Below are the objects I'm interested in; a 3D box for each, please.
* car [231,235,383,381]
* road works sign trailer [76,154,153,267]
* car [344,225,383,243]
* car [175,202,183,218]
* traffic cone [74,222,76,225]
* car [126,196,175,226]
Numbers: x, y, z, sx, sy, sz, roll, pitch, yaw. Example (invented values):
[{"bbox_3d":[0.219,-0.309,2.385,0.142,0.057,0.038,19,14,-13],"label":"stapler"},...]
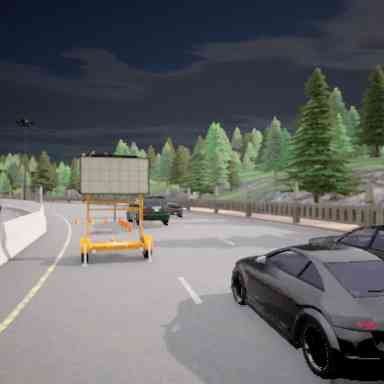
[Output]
[{"bbox_3d":[2.136,1.581,5.644,1.994,1.385,4.181,0,0,-12],"label":"car"},{"bbox_3d":[-2.740,0.492,11.806,2.380,3.560,2.880,0,0,-18],"label":"road works sign trailer"},{"bbox_3d":[5.173,1.575,8.606,2.033,1.411,5.357,0,0,-13],"label":"car"},{"bbox_3d":[-2.403,1.581,30.666,1.837,1.490,4.892,0,0,-25],"label":"car"},{"bbox_3d":[-8.195,2.007,23.700,0.340,0.580,0.340,0,0,-18],"label":"traffic cone"},{"bbox_3d":[-3.264,1.279,23.958,2.150,2.045,5.566,0,0,-21],"label":"car"}]
